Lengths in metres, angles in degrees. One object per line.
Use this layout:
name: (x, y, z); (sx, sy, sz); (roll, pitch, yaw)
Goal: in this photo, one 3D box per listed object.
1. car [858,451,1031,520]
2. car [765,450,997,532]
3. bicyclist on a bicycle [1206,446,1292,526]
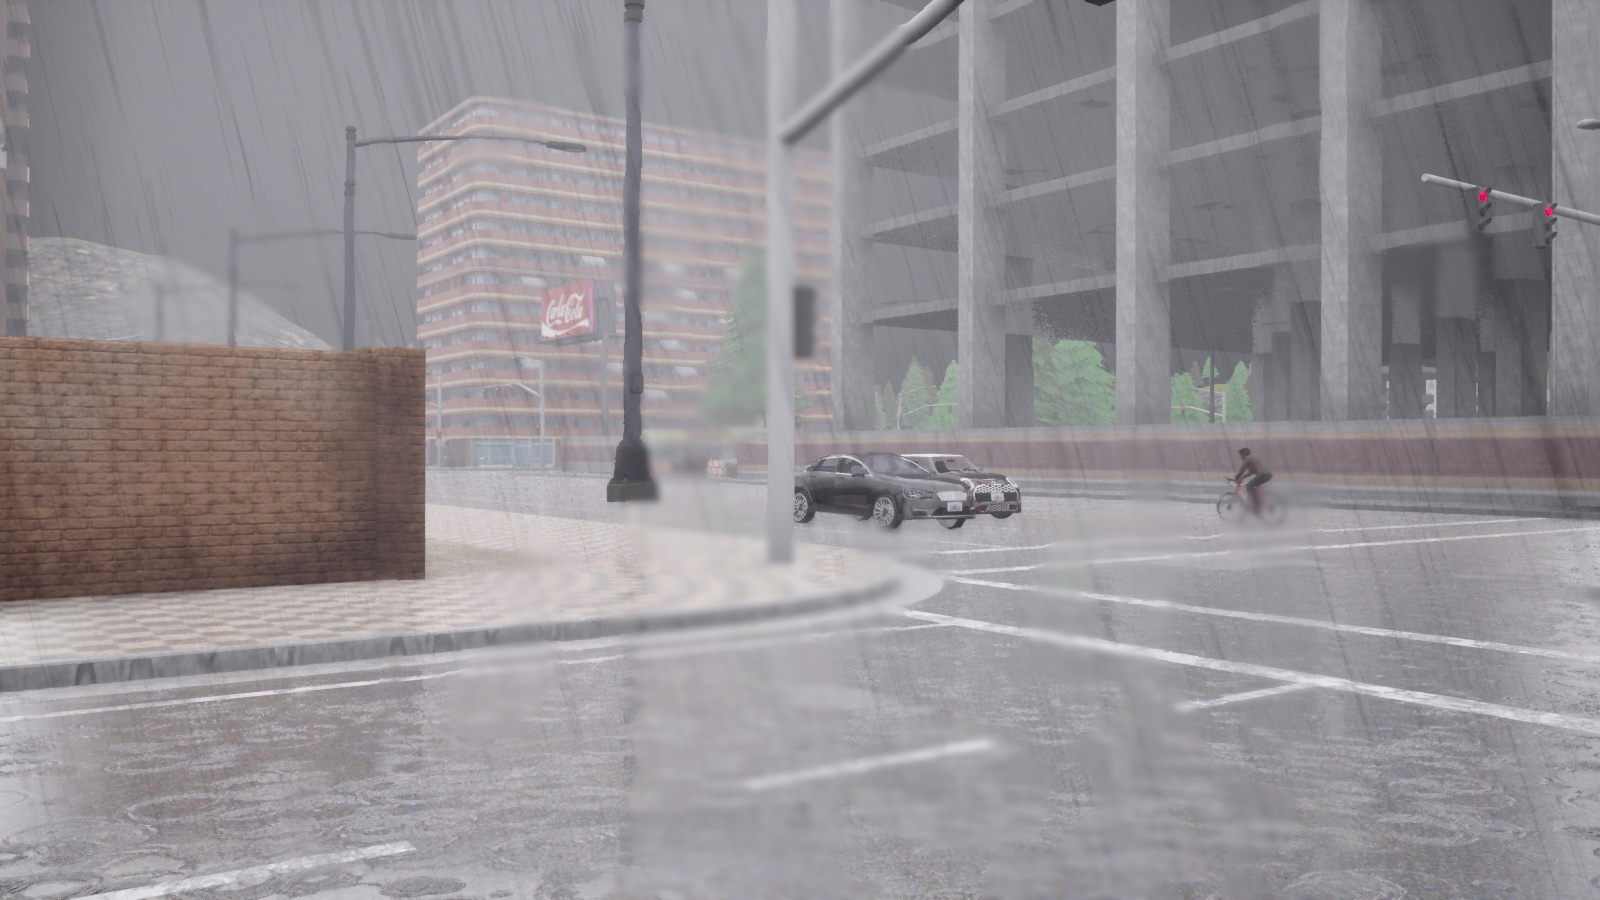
car: (3.293, 0.775, 29.197); (1.970, 1.475, 3.806); (0, 0, -34)
car: (1.523, 0.760, 25.587); (2.128, 1.511, 4.902); (0, 0, -34)
bicyclist on a bicycle: (9.443, 0.742, 26.449); (0.582, 1.620, 1.656); (0, 0, -35)
